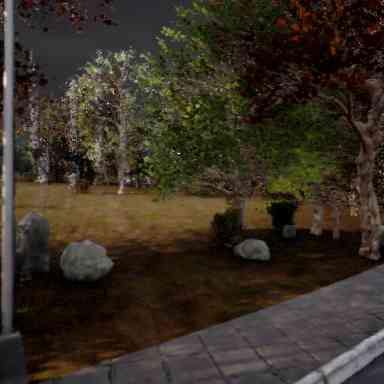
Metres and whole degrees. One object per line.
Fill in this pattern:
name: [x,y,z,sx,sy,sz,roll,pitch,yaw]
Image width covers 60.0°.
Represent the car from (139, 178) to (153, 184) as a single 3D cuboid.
car: [-11.918,-2.867,93.779,2.231,1.521,4.892,4,1,27]
